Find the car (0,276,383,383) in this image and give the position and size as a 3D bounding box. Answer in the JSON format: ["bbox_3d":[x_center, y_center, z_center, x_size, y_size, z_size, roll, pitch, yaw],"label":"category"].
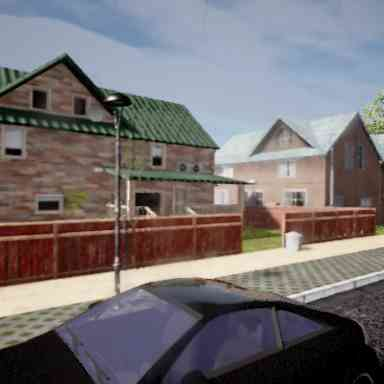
[{"bbox_3d":[-0.150,1.575,2.963,4.181,1.385,1.994,1,0,-36],"label":"car"}]
